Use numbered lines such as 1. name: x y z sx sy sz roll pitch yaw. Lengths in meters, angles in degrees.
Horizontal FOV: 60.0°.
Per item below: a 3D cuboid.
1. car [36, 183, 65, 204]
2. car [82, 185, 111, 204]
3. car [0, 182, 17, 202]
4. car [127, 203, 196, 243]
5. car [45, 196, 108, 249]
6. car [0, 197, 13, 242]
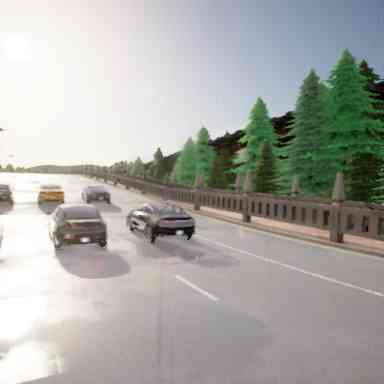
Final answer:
1. car: -11.411 0.005 26.837 1.882 1.535 5.008 0 5 -26
2. car: -8.090 0.114 28.015 1.812 1.442 4.674 0 5 -26
3. car: -14.466 0.031 25.119 1.837 1.490 4.892 0 6 -26
4. car: -1.535 1.225 14.948 2.128 1.511 4.902 0 3 -26
5. car: -4.665 1.219 13.383 1.837 1.490 4.892 0 3 -26
6. car: -7.794 1.185 11.815 2.128 1.511 4.902 0 3 -26
